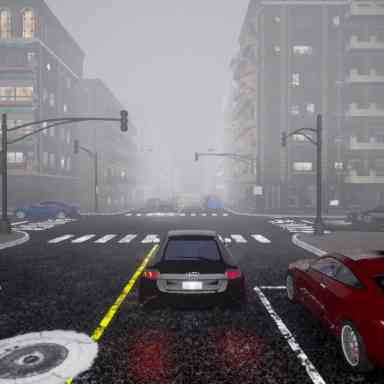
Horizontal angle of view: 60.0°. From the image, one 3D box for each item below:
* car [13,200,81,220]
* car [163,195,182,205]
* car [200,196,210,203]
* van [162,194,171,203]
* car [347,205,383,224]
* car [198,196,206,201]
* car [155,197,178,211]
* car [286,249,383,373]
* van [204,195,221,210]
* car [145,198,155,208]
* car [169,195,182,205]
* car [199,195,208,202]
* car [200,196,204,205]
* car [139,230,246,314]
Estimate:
[{"bbox_3d":[-11.436,1.381,26.306,5.008,1.535,1.882,1,0,0],"label":"car"},{"bbox_3d":[-3.089,1.606,51.282,2.033,1.411,5.357,0,0,0],"label":"car"},{"bbox_3d":[2.694,1.663,70.835,1.887,1.381,4.507,-1,0,0],"label":"car"},{"bbox_3d":[-5.832,1.479,76.419,1.690,1.788,3.998,-1,0,0],"label":"van"},{"bbox_3d":[14.611,1.727,26.274,4.181,1.385,1.994,1,0,0],"label":"car"},{"bbox_3d":[2.769,1.769,92.923,1.947,1.339,4.313,-1,0,0],"label":"car"},{"bbox_3d":[-3.092,1.638,40.920,1.895,1.301,4.718,0,0,0],"label":"car"},{"bbox_3d":[2.793,1.582,5.353,1.802,1.307,4.206,0,0,0],"label":"car"},{"bbox_3d":[2.818,1.382,43.255,1.690,1.788,3.998,-1,0,0],"label":"van"},{"bbox_3d":[-5.833,1.635,48.803,1.802,1.307,4.206,-1,0,0],"label":"car"},{"bbox_3d":[-3.051,1.441,62.363,2.097,1.767,4.553,0,0,0],"label":"car"},{"bbox_3d":[2.742,1.598,81.878,1.967,1.590,4.097,-1,0,0],"label":"car"},{"bbox_3d":[2.730,1.368,48.752,2.192,1.841,5.009,-1,0,0],"label":"car"},{"bbox_3d":[0.004,1.564,7.691,1.994,1.385,4.181,0,0,0],"label":"car"}]
